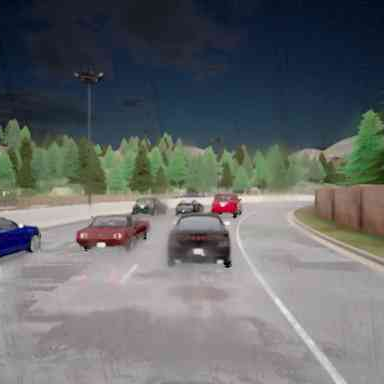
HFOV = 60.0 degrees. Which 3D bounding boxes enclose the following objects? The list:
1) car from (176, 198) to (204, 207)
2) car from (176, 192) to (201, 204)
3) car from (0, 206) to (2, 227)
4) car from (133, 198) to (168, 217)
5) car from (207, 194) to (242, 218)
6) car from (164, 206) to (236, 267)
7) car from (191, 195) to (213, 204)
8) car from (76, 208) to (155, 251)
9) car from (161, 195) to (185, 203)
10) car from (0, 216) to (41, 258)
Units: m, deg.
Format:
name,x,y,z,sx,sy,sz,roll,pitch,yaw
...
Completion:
name,x,y,z,sx,sy,sz,roll,pitch,yaw
car,-0.114,1.434,30.862,2.128,1.511,4.902,0,0,14
car,-0.654,1.102,64.298,2.150,2.045,5.566,0,0,32
car,-13.331,1.568,18.973,1.895,1.301,4.718,0,0,7
car,-3.761,1.296,30.628,2.097,1.767,4.553,0,0,14
car,3.214,1.165,29.960,2.150,2.045,5.566,0,0,15
car,0.308,1.456,11.446,1.882,1.535,5.008,0,0,3
car,1.963,1.364,61.914,1.882,1.535,5.008,0,0,32
car,-3.042,1.575,13.971,1.895,1.301,4.718,0,0,4
car,-3.705,1.421,66.046,2.033,1.411,5.357,0,0,32
car,-6.730,1.459,10.604,1.882,1.535,5.008,0,0,3
